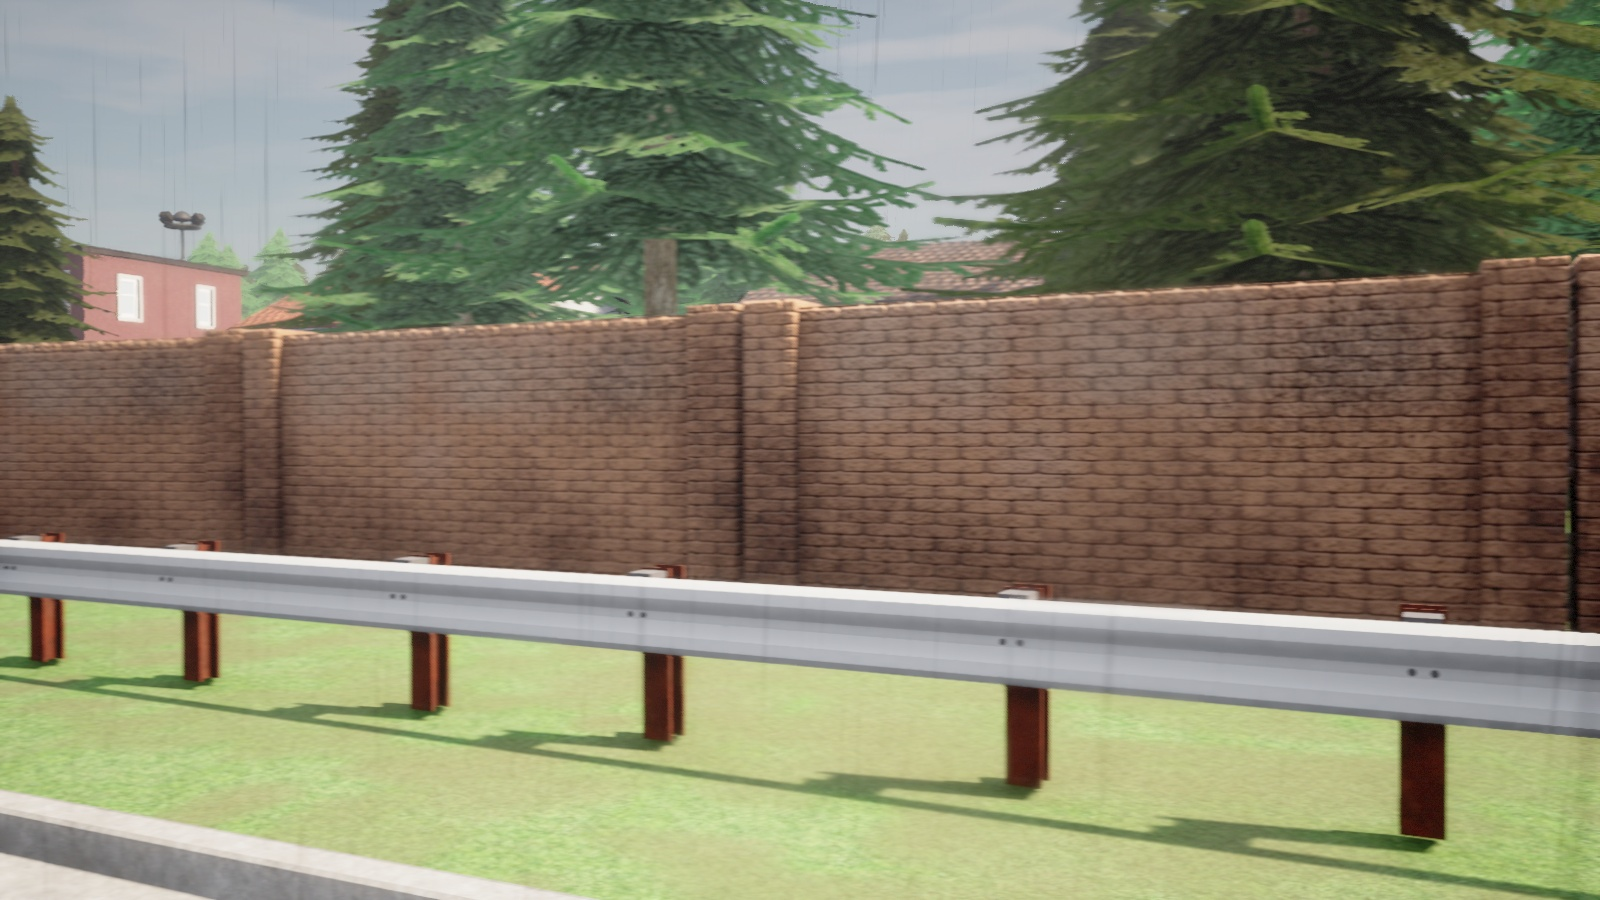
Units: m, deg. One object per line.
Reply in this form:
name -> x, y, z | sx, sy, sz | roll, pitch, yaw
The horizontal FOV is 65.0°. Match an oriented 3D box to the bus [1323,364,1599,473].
bus -> 27.510, -1.285, 52.359 | 10.273, 4.253, 3.944 | 1, 1, 19
